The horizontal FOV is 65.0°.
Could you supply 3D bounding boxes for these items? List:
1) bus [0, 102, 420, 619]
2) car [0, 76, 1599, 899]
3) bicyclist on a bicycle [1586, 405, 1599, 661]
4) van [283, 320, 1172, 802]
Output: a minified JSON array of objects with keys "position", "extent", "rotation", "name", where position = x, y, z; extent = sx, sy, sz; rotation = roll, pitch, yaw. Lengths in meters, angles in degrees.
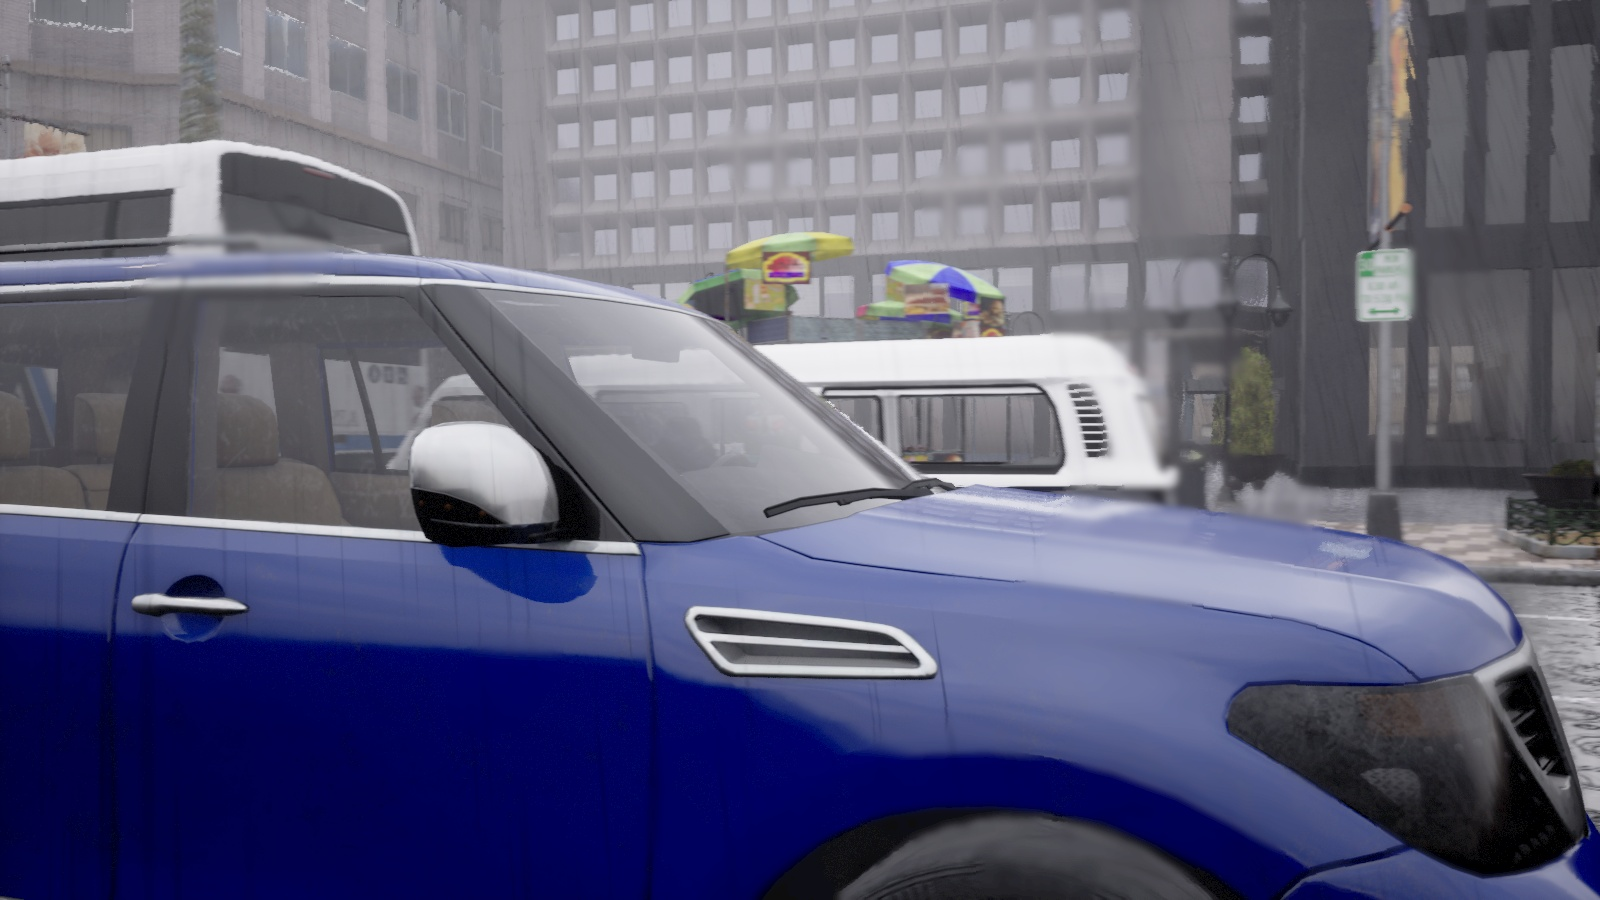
[{"position":[-9.751,-0.807,13.844],"extent":[10.273,4.253,3.944],"rotation":[1,1,19],"name":"bus"},{"position":[-1.011,0.485,3.529],"extent":[5.566,2.045,2.150],"rotation":[1,1,19],"name":"car"},{"position":[6.428,0.586,8.413],"extent":[1.843,1.776,0.659],"rotation":[1,1,19],"name":"bicyclist on a bicycle"},{"position":[-0.313,0.437,6.987],"extent":[4.480,2.038,2.069],"rotation":[1,1,19],"name":"van"}]
